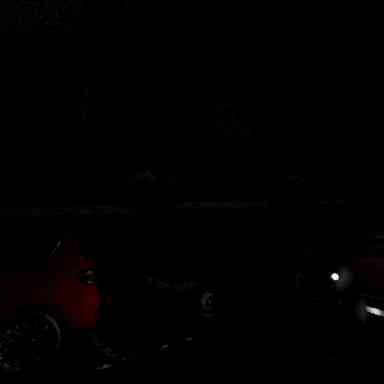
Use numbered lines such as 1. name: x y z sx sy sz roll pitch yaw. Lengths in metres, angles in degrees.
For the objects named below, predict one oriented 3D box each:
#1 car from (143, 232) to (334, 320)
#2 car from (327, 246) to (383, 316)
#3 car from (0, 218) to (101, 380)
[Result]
1. car: 1.000 1.582 7.261 4.206 1.307 1.802 0 0 -35
2. car: 4.733 1.600 6.620 4.718 1.301 1.895 0 0 -35
3. car: -3.631 1.315 3.968 5.009 1.841 2.192 0 0 -35
